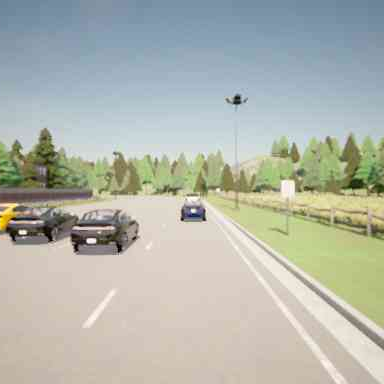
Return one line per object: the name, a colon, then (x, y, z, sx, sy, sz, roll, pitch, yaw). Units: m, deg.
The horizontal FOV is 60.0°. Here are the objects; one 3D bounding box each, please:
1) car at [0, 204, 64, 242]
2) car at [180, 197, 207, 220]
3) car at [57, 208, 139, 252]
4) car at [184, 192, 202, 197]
car: (-6.896, 1.427, 15.980, 2.128, 1.511, 4.902, 0, 0, 0)
car: (0.105, 1.396, 26.574, 2.163, 1.488, 4.792, 0, 0, 0)
car: (-3.398, 1.436, 13.667, 2.128, 1.511, 4.902, 0, 0, 0)
car: (0.075, 1.045, 44.250, 2.150, 2.045, 5.566, 0, 1, 0)
